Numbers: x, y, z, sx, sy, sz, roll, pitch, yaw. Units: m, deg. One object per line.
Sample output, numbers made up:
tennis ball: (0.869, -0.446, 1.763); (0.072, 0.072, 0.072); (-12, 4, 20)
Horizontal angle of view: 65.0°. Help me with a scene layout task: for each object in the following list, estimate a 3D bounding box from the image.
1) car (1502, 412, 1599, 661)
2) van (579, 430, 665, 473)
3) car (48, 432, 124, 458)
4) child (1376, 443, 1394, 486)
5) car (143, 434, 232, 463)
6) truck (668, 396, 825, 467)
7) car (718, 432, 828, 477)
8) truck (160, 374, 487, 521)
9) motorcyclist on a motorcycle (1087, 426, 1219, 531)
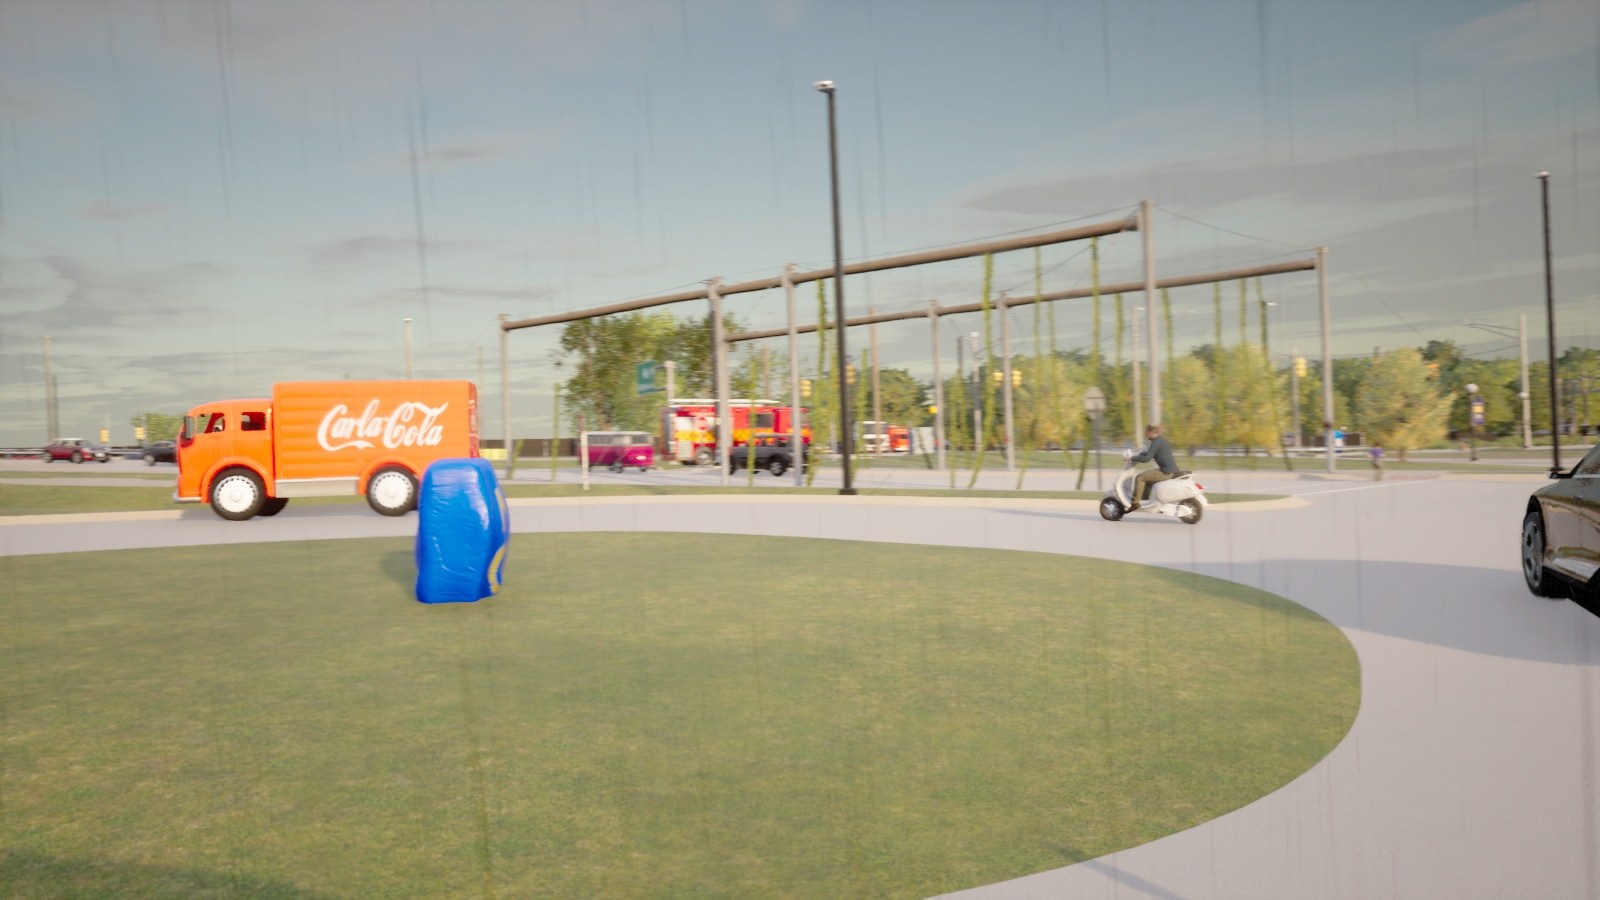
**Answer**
car: (6.706, 0.552, 9.135); (2.033, 1.649, 4.856); (0, 2, 20)
van: (-8.637, 0.019, 60.669); (1.775, 1.987, 4.442); (-2, 2, -45)
car: (-42.641, -0.321, 75.012); (3.806, 1.475, 1.970); (1, 1, 22)
child: (17.328, 0.429, 37.172); (0.437, 1.263, 0.270); (-2, 0, -37)
car: (-34.589, -0.125, 70.908); (4.902, 1.511, 2.128); (1, 2, 30)
truck: (-3.034, -0.993, 71.523); (8.468, 3.827, 2.891); (0, -1, -23)
car: (-1.176, 0.163, 53.788); (4.605, 1.855, 1.932); (0, 2, 41)
truck: (-8.619, -0.069, 23.320); (5.204, 2.467, 2.627); (-1, 0, -9)
motorcyclist on a motorcycle: (5.639, 0.430, 20.114); (1.817, 1.590, 0.866); (0, 2, 40)
